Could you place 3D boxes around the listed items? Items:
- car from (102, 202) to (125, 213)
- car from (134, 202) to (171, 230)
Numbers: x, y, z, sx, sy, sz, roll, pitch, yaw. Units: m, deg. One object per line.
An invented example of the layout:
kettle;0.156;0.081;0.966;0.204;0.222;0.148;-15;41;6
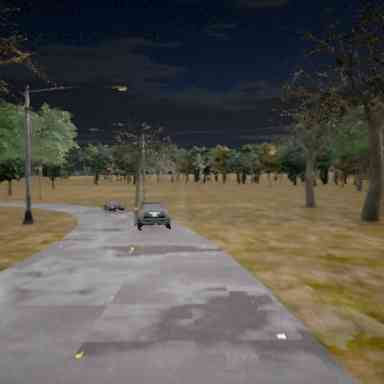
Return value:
car;-9.886;1.851;41.560;1.895;1.301;4.718;-1;0;-27
car;-2.779;1.452;22.422;2.097;1.767;4.553;-1;0;-13
